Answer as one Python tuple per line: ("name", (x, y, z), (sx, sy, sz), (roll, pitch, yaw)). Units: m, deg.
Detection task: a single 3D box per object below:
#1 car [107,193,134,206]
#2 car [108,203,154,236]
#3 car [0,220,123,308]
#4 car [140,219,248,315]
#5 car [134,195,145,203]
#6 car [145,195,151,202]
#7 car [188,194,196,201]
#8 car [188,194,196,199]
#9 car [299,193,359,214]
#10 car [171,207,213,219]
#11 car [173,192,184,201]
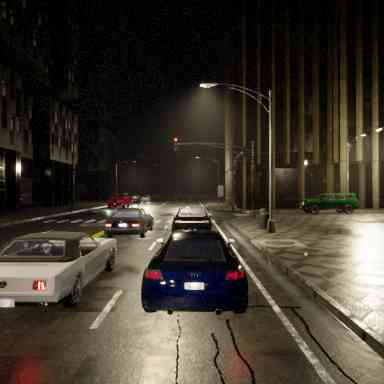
("car", (-9.852, 1.142, 45.119), (2.150, 2.045, 5.566), (0, 0, 0))
("car", (-3.153, 1.533, 17.460), (2.033, 1.411, 5.357), (0, 0, 0))
("car", (-3.148, 1.597, 7.868), (1.895, 1.301, 4.718), (0, 0, 0))
("car", (0.086, 1.561, 7.647), (1.994, 1.385, 4.181), (0, 0, 1))
("car", (-9.841, 1.371, 56.658), (2.128, 1.511, 4.902), (0, 0, 0))
("car", (-9.755, 1.353, 70.115), (1.812, 1.442, 4.674), (0, 0, 0))
("car", (-0.003, 1.342, 74.999), (2.033, 1.411, 5.357), (0, 0, 0))
("car", (-0.003, 1.200, 85.450), (1.895, 1.301, 4.718), (0, 0, 0))
("car", (13.566, 1.113, 32.990), (5.566, 2.045, 2.150), (0, 0, 2))
("car", (-0.001, 1.478, 16.521), (2.128, 1.511, 4.902), (0, 0, 0))
("car", (-3.253, 1.302, 74.999), (1.837, 1.490, 4.892), (0, 0, 0))
